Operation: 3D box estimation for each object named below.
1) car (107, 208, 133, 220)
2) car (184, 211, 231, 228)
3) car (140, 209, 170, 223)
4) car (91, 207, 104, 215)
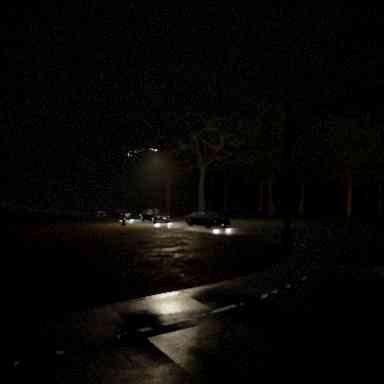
[{"bbox_3d":[-9.874,3.014,46.349,2.128,1.511,4.902,1,-2,-33],"label":"car"},{"bbox_3d":[1.202,2.395,29.444,2.033,1.411,5.357,1,-2,-30],"label":"car"},{"bbox_3d":[-4.297,2.695,37.809,1.837,1.490,4.892,1,-2,-33],"label":"car"},{"bbox_3d":[-18.940,3.732,66.916,2.128,1.511,4.902,1,-2,-33],"label":"car"}]
